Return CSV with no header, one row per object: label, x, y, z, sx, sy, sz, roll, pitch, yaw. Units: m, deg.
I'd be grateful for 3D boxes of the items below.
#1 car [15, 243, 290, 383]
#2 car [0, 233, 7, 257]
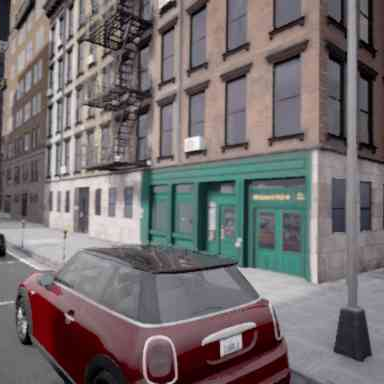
car,-0.984,1.524,4.825,2.097,1.767,4.553,3,-3,-40
car,-9.048,1.938,13.916,1.947,1.339,4.313,3,-3,-40
